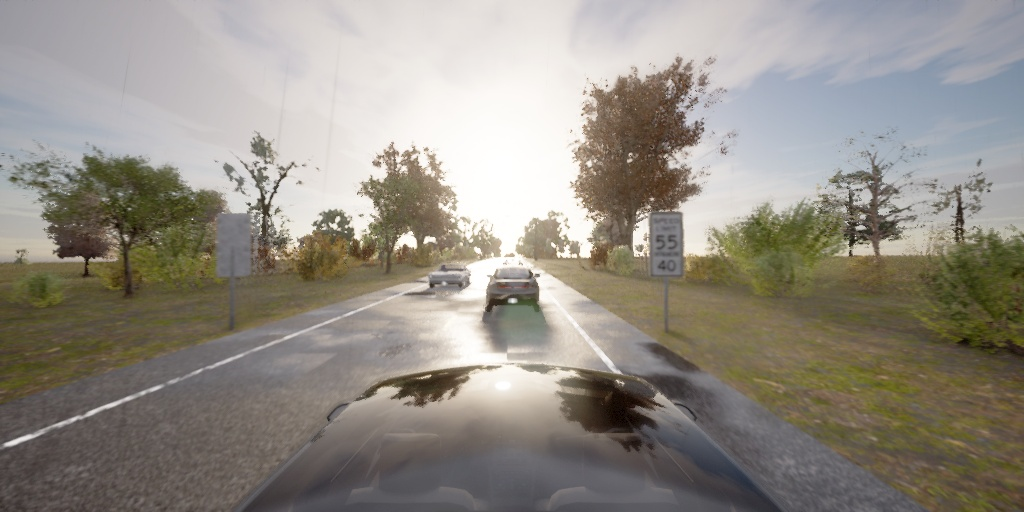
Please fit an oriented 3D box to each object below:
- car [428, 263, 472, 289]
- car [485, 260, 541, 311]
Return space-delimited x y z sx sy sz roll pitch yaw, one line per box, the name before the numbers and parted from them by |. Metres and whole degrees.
car | -3.541 1.103 21.027 1.895 1.301 4.718 0 1 1
car | 0.043 1.100 13.641 1.837 1.490 4.892 0 1 0
